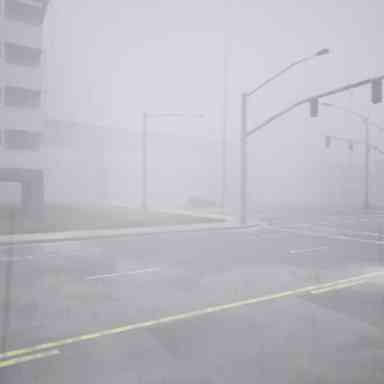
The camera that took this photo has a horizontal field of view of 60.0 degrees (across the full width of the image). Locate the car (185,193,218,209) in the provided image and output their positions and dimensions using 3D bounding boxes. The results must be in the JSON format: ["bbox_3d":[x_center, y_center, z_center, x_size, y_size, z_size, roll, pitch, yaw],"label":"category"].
[{"bbox_3d":[1.052,1.199,41.606,1.882,1.535,5.008,0,0,-32],"label":"car"}]

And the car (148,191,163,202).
[{"bbox_3d":[-6.991,0.748,63.771,2.150,2.045,5.566,0,0,3],"label":"car"}]
